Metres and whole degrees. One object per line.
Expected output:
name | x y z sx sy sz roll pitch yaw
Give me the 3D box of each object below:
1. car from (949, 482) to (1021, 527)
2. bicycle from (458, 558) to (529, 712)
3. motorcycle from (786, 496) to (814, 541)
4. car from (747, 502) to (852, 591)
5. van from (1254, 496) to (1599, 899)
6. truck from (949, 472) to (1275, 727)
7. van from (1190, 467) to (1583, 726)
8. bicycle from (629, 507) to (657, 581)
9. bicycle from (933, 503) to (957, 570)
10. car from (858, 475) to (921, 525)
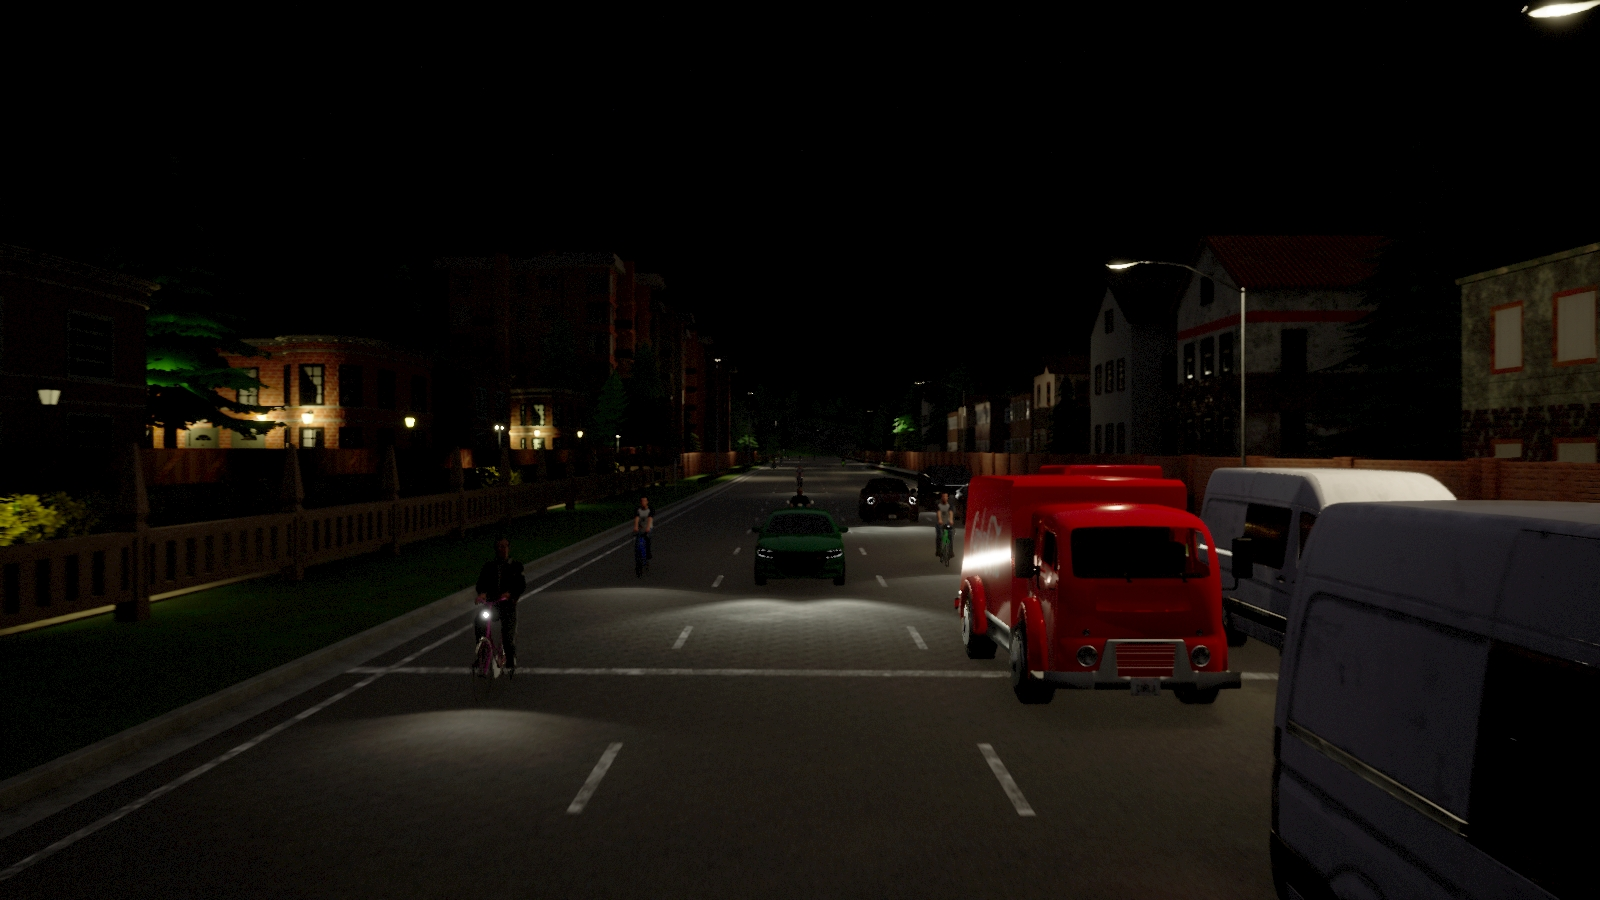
car | 6.995 2.047 43.699 2.007 1.525 4.514 0 0 0
bicycle | -3.494 2.062 13.133 0.329 1.471 1.835 0 0 0
motorcycle | -0.003 2.147 35.930 0.856 1.316 1.805 0 0 0
car | -0.001 2.038 25.303 2.097 1.535 5.006 0 0 0
van | 3.504 1.535 3.358 1.988 2.561 5.915 0 0 0
truck | 3.499 1.568 14.177 2.627 2.467 5.204 0 0 0
van | 7.002 1.537 14.626 1.988 2.561 5.915 0 0 0
bicycle | -3.469 2.060 25.284 0.373 1.496 1.643 0 0 0
bicycle | 3.515 2.060 27.686 0.373 1.496 1.643 0 0 0
car | 3.475 1.912 45.130 2.097 1.767 4.553 0 0 0
